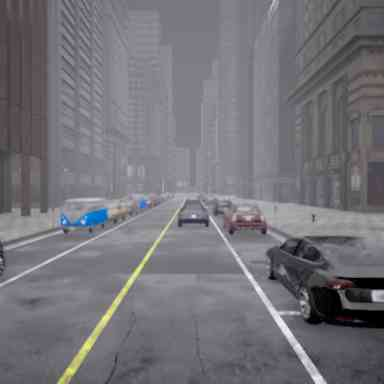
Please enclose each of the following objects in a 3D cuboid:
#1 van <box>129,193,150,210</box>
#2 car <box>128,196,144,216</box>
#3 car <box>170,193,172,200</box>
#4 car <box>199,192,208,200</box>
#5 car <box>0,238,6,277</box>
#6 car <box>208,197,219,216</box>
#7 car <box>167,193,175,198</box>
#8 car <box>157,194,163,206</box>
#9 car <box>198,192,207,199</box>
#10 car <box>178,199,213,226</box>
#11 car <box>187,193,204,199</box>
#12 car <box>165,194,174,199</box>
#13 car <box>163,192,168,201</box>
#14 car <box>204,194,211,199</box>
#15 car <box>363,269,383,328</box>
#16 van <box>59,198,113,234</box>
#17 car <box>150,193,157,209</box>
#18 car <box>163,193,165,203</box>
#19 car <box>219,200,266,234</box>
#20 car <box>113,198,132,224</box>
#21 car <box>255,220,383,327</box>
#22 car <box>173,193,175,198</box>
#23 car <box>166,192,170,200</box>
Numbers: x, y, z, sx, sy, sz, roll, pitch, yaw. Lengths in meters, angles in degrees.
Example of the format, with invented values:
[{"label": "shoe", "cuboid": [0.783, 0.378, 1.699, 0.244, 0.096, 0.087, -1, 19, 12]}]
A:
[{"label": "van", "cuboid": [-5.772, 1.122, 35.040, 1.690, 1.788, 3.998, 0, 0, 0]}, {"label": "car", "cuboid": [-5.770, 1.366, 29.405, 2.008, 1.369, 4.403, 0, 0, 0]}, {"label": "car", "cuboid": [-5.777, 1.167, 68.861, 1.802, 1.307, 4.206, 0, 0, 0]}, {"label": "car", "cuboid": [2.744, 0.841, 80.137, 2.192, 1.841, 5.009, 0, 0, 0]}, {"label": "car", "cuboid": [-5.767, 1.395, 6.859, 1.967, 1.590, 4.097, 0, 0, 0]}, {"label": "car", "cuboid": [2.755, 1.381, 29.413, 1.947, 1.339, 4.313, 0, 0, 0]}, {"label": "car", "cuboid": [-5.781, 1.034, 91.407, 1.947, 1.339, 4.313, 0, 0, 0]}, {"label": "car", "cuboid": [-5.774, 1.030, 46.313, 2.192, 1.841, 5.009, 0, 0, 0]}, {"label": "car", "cuboid": [2.743, 0.812, 85.773, 2.192, 1.841, 5.009, 0, 0, 0]}, {"label": "car", "cuboid": [0.096, 1.424, 22.092, 1.994, 1.385, 4.181, 0, 0, 0]}, {"label": "car", "cuboid": [0.092, 1.231, 39.769, 1.882, 1.535, 5.008, 0, 0, 0]}, {"label": "car", "cuboid": [-5.780, 1.078, 85.771, 1.802, 1.307, 4.206, 0, 0, 0]}, {"label": "car", "cuboid": [-5.775, 1.215, 57.588, 1.947, 1.339, 4.313, 0, 0, 0]}, {"label": "car", "cuboid": [2.752, 1.297, 46.322, 1.802, 1.307, 4.206, 0, 0, 0]}, {"label": "car", "cuboid": [2.760, 1.536, 1.233, 1.887, 1.381, 4.507, 0, 0, 0]}, {"label": "van", "cuboid": [-5.769, 1.225, 18.131, 1.690, 1.788, 3.998, 0, 0, 0]}, {"label": "car", "cuboid": [-5.773, 1.188, 40.677, 1.967, 1.590, 4.097, 0, 0, 0]}, {"label": "car", "cuboid": [-5.774, 1.247, 51.952, 1.947, 1.339, 4.313, 0, 0, 0]}, {"label": "car", "cuboid": [2.756, 1.325, 18.140, 1.967, 1.590, 4.097, 0, 0, 0]}, {"label": "car", "cuboid": [-5.769, 1.375, 23.599, 1.752, 1.417, 4.829, 0, 0, 0]}, {"label": "car", "cuboid": [2.759, 1.522, 6.869, 1.947, 1.339, 4.313, 0, 0, 0]}, {"label": "car", "cuboid": [-5.779, 1.051, 79.964, 1.752, 1.417, 4.829, 0, 0, 0]}, {"label": "car", "cuboid": [-5.776, 1.167, 63.224, 2.008, 1.369, 4.403, 0, 0, 0]}]
